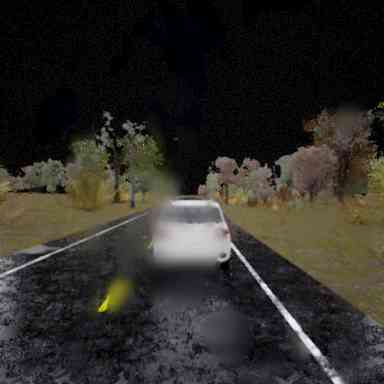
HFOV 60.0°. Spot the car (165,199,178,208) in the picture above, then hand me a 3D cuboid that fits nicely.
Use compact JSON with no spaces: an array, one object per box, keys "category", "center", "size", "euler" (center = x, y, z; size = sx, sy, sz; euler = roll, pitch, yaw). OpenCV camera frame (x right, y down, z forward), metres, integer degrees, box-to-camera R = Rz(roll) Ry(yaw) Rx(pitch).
[{"category":"car","center":[-3.521,1.902,57.248],"size":[1.994,1.385,4.181],"euler":[0,0,1]}]

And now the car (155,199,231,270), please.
[{"category":"car","center":[0.041,1.284,11.367],"size":[2.150,2.045,5.566],"euler":[0,0,1]}]

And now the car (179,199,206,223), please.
[{"category":"car","center":[0.063,1.505,27.402],"size":[2.097,1.767,4.553],"euler":[0,0,1]}]

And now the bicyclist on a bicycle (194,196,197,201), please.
[{"category":"bicyclist on a bicycle","center":[1.014,1.989,87.334],"size":[0.866,1.612,1.509],"euler":[0,0,0]}]
